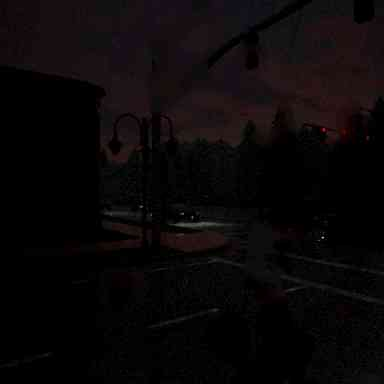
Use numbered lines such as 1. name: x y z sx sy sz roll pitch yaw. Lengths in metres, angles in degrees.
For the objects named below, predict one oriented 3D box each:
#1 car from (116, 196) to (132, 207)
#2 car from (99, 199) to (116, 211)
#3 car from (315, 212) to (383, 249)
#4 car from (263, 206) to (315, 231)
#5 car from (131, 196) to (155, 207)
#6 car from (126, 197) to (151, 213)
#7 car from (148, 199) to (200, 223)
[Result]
1. car: -10.506 1.352 51.337 2.097 1.767 4.553 0 0 -35
2. car: -11.184 1.668 39.924 1.895 1.301 4.718 0 0 -35
3. car: 7.428 1.564 13.167 1.994 1.385 4.181 0 0 -35
4. car: 6.531 1.564 20.856 1.994 1.385 4.181 0 0 -38
5. car: -7.940 1.505 53.780 1.837 1.490 4.892 0 0 -35
6. car: -4.979 1.547 37.066 2.033 1.411 5.357 0 0 -35
7. car: -1.292 1.526 25.628 1.812 1.442 4.674 0 0 -35
